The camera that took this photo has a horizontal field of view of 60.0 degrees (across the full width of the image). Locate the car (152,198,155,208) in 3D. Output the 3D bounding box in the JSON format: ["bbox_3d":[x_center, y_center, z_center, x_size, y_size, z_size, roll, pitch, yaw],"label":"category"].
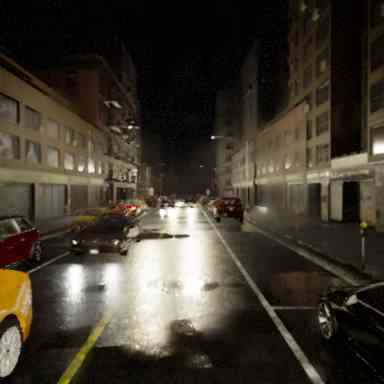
[{"bbox_3d":[-5.928,1.552,47.418,1.887,1.381,4.507,-1,0,0],"label":"car"}]

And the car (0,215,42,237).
[{"bbox_3d":[-5.718,1.435,8.941,1.967,1.590,4.097,0,0,0],"label":"car"}]

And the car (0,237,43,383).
[{"bbox_3d":[-3.106,1.477,2.536,1.882,1.535,5.008,0,0,-1],"label":"car"}]

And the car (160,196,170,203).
[{"bbox_3d":[-6.078,1.623,74.901,1.947,1.339,4.313,-1,0,0],"label":"car"}]

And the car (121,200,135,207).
[{"bbox_3d":[-5.807,1.572,25.431,1.802,1.307,4.206,-1,0,0],"label":"car"}]

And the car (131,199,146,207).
[{"bbox_3d":[-5.839,1.432,30.928,1.967,1.590,4.097,-1,0,0],"label":"car"}]

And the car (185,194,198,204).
[{"bbox_3d":[-0.342,1.381,64.215,2.097,1.767,4.553,0,0,0],"label":"car"}]

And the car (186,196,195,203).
[{"bbox_3d":[-0.395,1.549,73.551,1.837,1.490,4.892,0,0,0],"label":"car"}]

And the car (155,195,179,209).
[{"bbox_3d":[-3.270,1.494,44.745,2.128,1.511,4.902,0,0,0],"label":"car"}]

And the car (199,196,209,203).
[{"bbox_3d":[2.475,1.563,69.622,1.752,1.417,4.829,-1,0,0],"label":"car"}]

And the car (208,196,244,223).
[{"bbox_3d":[2.716,1.298,25.478,2.192,1.841,5.009,-1,0,0],"label":"car"}]

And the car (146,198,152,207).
[{"bbox_3d":[-5.867,1.520,36.254,1.752,1.417,4.829,-1,0,0],"label":"car"}]

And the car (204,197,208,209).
[{"bbox_3d":[2.657,1.539,36.471,2.008,1.369,4.403,-1,0,0],"label":"car"}]

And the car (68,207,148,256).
[{"bbox_3d":[-3.158,1.538,13.371,2.033,1.411,5.357,0,0,0],"label":"car"}]

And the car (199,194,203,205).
[{"bbox_3d":[2.566,1.447,52.961,1.967,1.590,4.097,-1,0,0],"label":"car"}]

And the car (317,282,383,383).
[{"bbox_3d":[2.839,1.559,3.491,1.947,1.339,4.313,-1,0,0],"label":"car"}]

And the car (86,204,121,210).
[{"bbox_3d":[-5.776,1.515,19.764,1.752,1.417,4.829,-1,0,0],"label":"car"}]

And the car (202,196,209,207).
[{"bbox_3d":[2.627,1.538,41.968,1.887,1.381,4.507,-1,0,0],"label":"car"}]

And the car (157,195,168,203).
[{"bbox_3d":[-6.049,1.485,69.405,1.967,1.590,4.097,-1,0,0],"label":"car"}]
